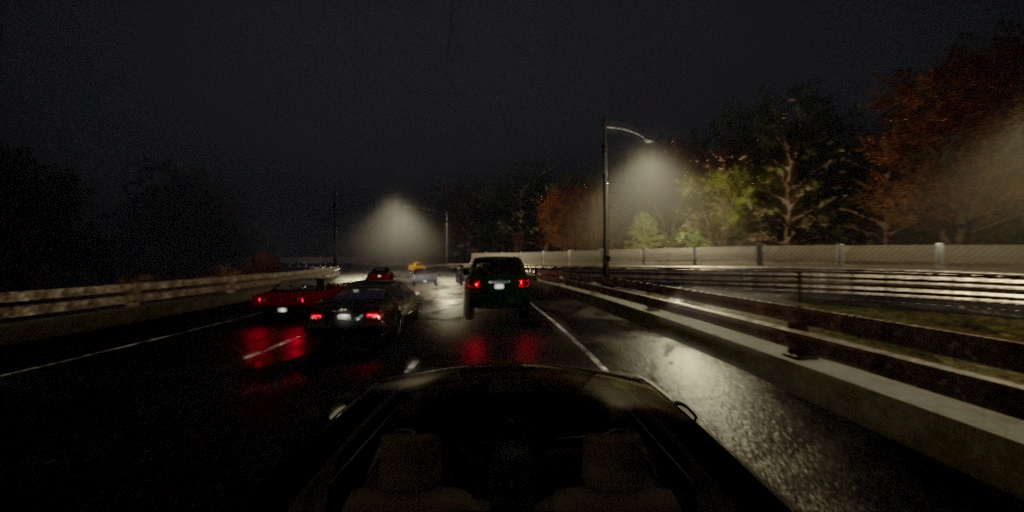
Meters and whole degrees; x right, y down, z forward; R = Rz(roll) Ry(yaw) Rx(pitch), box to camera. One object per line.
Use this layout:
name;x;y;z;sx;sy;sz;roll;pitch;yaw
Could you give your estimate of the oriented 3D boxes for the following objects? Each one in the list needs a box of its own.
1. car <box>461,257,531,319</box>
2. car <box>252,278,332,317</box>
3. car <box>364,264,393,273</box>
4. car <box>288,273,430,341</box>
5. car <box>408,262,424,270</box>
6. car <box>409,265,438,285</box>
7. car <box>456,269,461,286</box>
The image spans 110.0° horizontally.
car;-0.674;1.075;13.579;2.150;2.045;5.566;0;-1;-6
car;-7.751;1.494;13.937;1.895;1.301;4.718;0;-1;-6
car;-11.260;1.623;30.879;1.994;1.385;4.181;0;-1;-16
car;-3.858;1.391;10.289;2.033;1.411;5.357;0;-1;-5
car;-15.278;1.773;57.777;1.882;1.535;5.008;0;-1;-29
car;-7.103;1.626;29.139;1.895;1.301;4.718;0;-1;-15
car;-3.376;1.524;28.497;1.812;1.442;4.674;0;-1;-14
